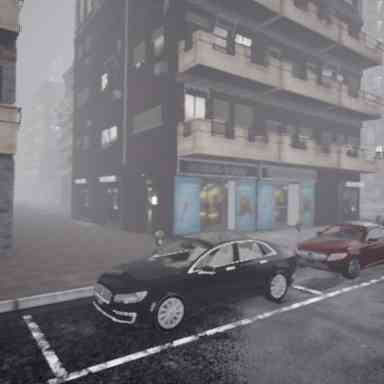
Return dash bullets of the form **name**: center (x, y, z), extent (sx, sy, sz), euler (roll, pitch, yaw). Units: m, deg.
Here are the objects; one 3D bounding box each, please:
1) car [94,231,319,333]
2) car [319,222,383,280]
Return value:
- **car**: center (0.288, 1.547, 6.706), extent (4.403, 1.369, 2.008), euler (0, 1, -35)
- **car**: center (4.799, 1.574, 9.924), extent (4.206, 1.307, 1.802), euler (0, 1, -35)
